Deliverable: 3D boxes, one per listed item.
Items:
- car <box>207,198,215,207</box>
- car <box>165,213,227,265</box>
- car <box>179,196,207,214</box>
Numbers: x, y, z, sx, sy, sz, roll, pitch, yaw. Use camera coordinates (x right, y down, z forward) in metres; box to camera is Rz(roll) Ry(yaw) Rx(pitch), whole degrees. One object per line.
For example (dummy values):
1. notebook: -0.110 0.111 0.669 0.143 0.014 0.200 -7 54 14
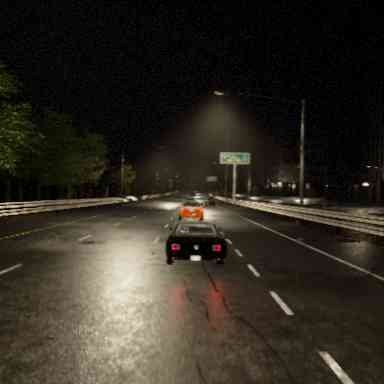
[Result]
1. car: 3.307 1.948 62.116 1.837 1.490 4.892 1 0 0
2. car: 0.105 1.686 12.068 1.895 1.301 4.718 1 0 0
3. car: -0.059 1.547 29.672 2.097 1.767 4.553 1 0 -1
